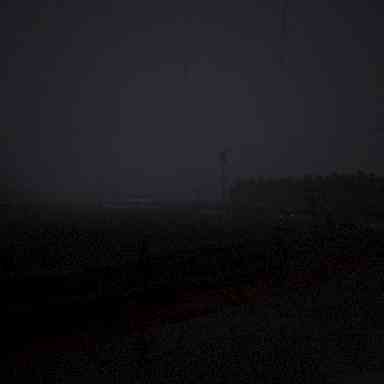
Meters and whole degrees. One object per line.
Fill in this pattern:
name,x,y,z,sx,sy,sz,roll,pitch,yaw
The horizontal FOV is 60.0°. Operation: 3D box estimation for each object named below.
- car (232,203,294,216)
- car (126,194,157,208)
car,5.367,1.586,26.022,2.033,1.411,5.357,0,0,-35
car,-6.624,1.260,42.962,2.150,2.045,5.566,0,0,-35
